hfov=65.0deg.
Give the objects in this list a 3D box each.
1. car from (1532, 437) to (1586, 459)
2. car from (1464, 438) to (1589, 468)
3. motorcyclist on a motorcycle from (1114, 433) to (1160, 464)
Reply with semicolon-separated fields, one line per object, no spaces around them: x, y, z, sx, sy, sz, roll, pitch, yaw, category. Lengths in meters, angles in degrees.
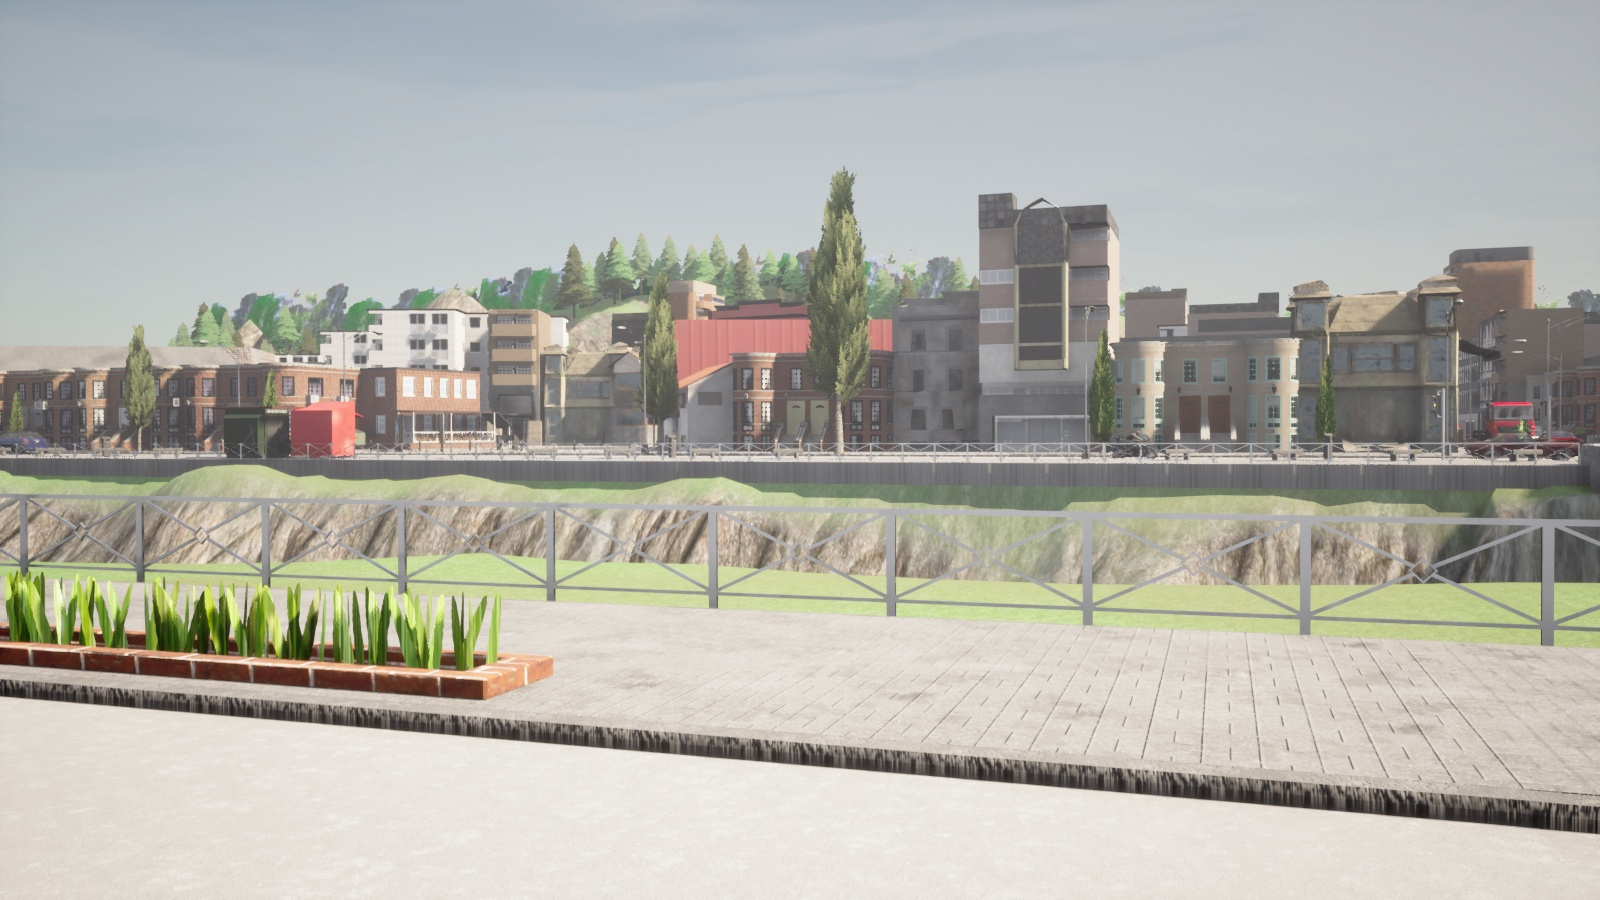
47.006;-0.144;77.846;1.895;1.301;4.718;1;1;19;car
33.201;0.129;57.555;4.718;1.301;1.895;1;1;22;car
16.941;-0.085;63.135;2.191;1.530;0.866;1;1;19;motorcyclist on a motorcycle
